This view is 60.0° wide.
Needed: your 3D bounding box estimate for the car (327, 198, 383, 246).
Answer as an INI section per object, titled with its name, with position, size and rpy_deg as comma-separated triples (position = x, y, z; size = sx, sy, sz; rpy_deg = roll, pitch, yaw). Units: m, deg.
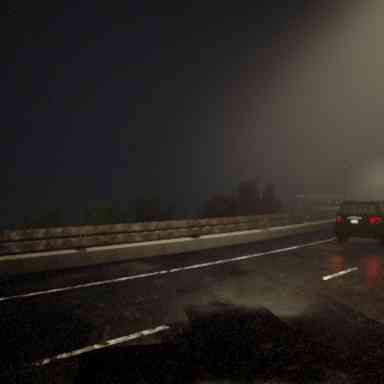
[car]
position = 9.066, 1.425, 16.620
size = 2.150, 2.045, 5.566
rpy_deg = -1, -1, 45
